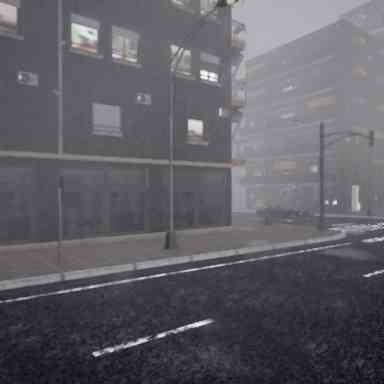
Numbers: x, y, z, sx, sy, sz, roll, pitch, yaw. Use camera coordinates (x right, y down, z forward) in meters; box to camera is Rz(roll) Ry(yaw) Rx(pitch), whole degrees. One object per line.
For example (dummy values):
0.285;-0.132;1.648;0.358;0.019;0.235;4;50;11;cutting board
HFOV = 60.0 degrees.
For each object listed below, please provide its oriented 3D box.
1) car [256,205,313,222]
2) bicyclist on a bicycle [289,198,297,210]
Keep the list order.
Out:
7.918;1.812;28.648;1.895;1.301;4.718;0;-1;-39;car
11.581;1.546;38.392;1.656;1.620;0.582;-1;0;-36;bicyclist on a bicycle
